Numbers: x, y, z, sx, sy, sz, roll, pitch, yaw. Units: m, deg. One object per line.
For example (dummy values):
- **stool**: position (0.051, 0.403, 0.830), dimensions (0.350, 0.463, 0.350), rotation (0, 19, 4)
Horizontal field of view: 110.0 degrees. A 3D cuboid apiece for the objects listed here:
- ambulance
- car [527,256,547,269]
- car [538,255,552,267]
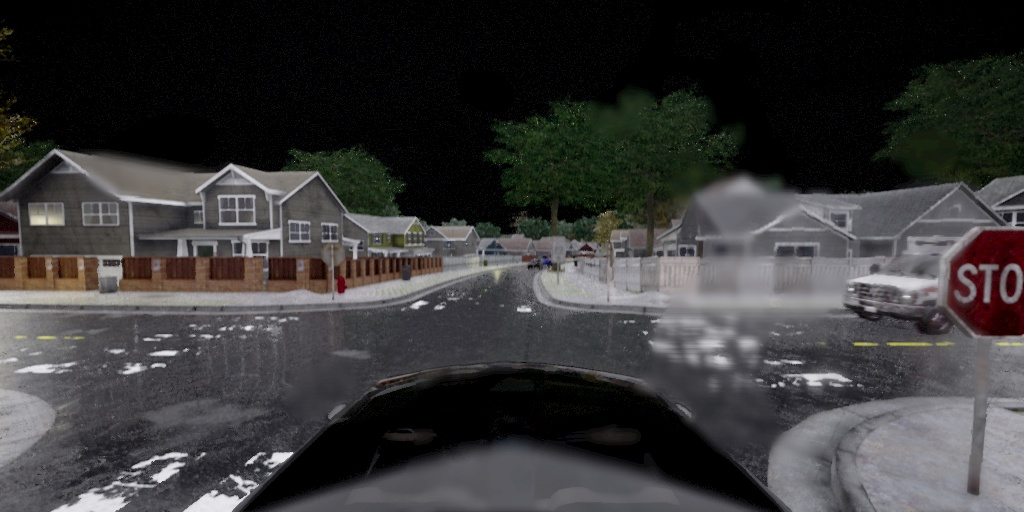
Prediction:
- **ambulance**: position (12.729, 0.706, 9.518), dimensions (6.366, 2.431, 2.351), rotation (0, 3, 0)
- **car**: position (3.429, 1.139, 51.838), dimensions (1.837, 1.490, 4.892), rotation (1, 0, 12)
- **car**: position (5.663, 0.820, 61.949), dimensions (2.150, 2.045, 5.566), rotation (1, 0, 15)
